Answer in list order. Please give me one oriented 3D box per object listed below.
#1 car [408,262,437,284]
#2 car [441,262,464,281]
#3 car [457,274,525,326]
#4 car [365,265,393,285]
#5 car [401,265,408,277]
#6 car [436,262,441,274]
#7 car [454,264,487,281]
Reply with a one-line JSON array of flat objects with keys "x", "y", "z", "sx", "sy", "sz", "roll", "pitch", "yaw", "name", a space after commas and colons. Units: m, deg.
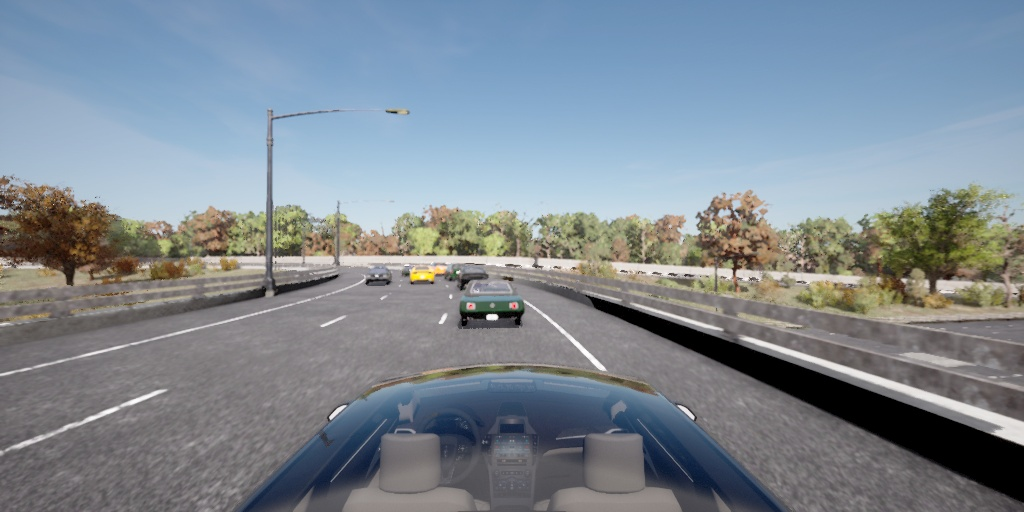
[{"x": -7.783, "y": 1.558, "z": 30.974, "sx": 1.882, "sy": 1.535, "sz": 5.008, "roll": 0, "pitch": -1, "yaw": -16, "name": "car"}, {"x": -5.363, "y": 1.470, "z": 34.944, "sx": 2.097, "sy": 1.767, "sz": 4.553, "roll": 0, "pitch": 0, "yaw": -17, "name": "car"}, {"x": -0.763, "y": 1.465, "z": 12.329, "sx": 1.895, "sy": 1.301, "sz": 4.718, "roll": 0, "pitch": -1, "yaw": -5, "name": "car"}, {"x": -11.183, "y": 1.630, "z": 30.277, "sx": 2.033, "sy": 1.411, "sz": 5.357, "roll": 0, "pitch": -1, "yaw": -16, "name": "car"}, {"x": -12.472, "y": 1.796, "z": 44.125, "sx": 1.994, "sy": 1.385, "sz": 4.181, "roll": 0, "pitch": -1, "yaw": -23, "name": "car"}, {"x": -9.452, "y": 1.594, "z": 45.913, "sx": 2.097, "sy": 1.767, "sz": 4.553, "roll": 0, "pitch": -1, "yaw": -23, "name": "car"}, {"x": -2.764, "y": 1.479, "z": 24.772, "sx": 1.882, "sy": 1.535, "sz": 5.008, "roll": 0, "pitch": -1, "yaw": -12, "name": "car"}]
